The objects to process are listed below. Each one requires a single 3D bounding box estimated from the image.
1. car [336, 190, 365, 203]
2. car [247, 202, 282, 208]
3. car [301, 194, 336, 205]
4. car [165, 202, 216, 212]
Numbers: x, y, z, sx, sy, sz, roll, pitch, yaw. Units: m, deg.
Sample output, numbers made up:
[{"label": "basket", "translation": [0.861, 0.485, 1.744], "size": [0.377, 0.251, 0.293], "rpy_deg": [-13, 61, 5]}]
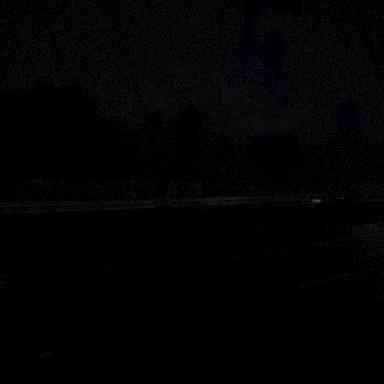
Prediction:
[{"label": "car", "translation": [20.220, 0.746, 43.205], "size": [5.566, 2.045, 2.150], "rpy_deg": [-1, 1, -34]}, {"label": "car", "translation": [5.363, 1.429, 24.804], "size": [4.181, 1.385, 1.994], "rpy_deg": [-1, 1, -35]}, {"label": "car", "translation": [16.594, 1.171, 44.190], "size": [4.718, 1.301, 1.895], "rpy_deg": [-1, 1, -37]}, {"label": "car", "translation": [-0.123, 1.476, 25.266], "size": [4.181, 1.385, 1.994], "rpy_deg": [-1, 0, -35]}]
